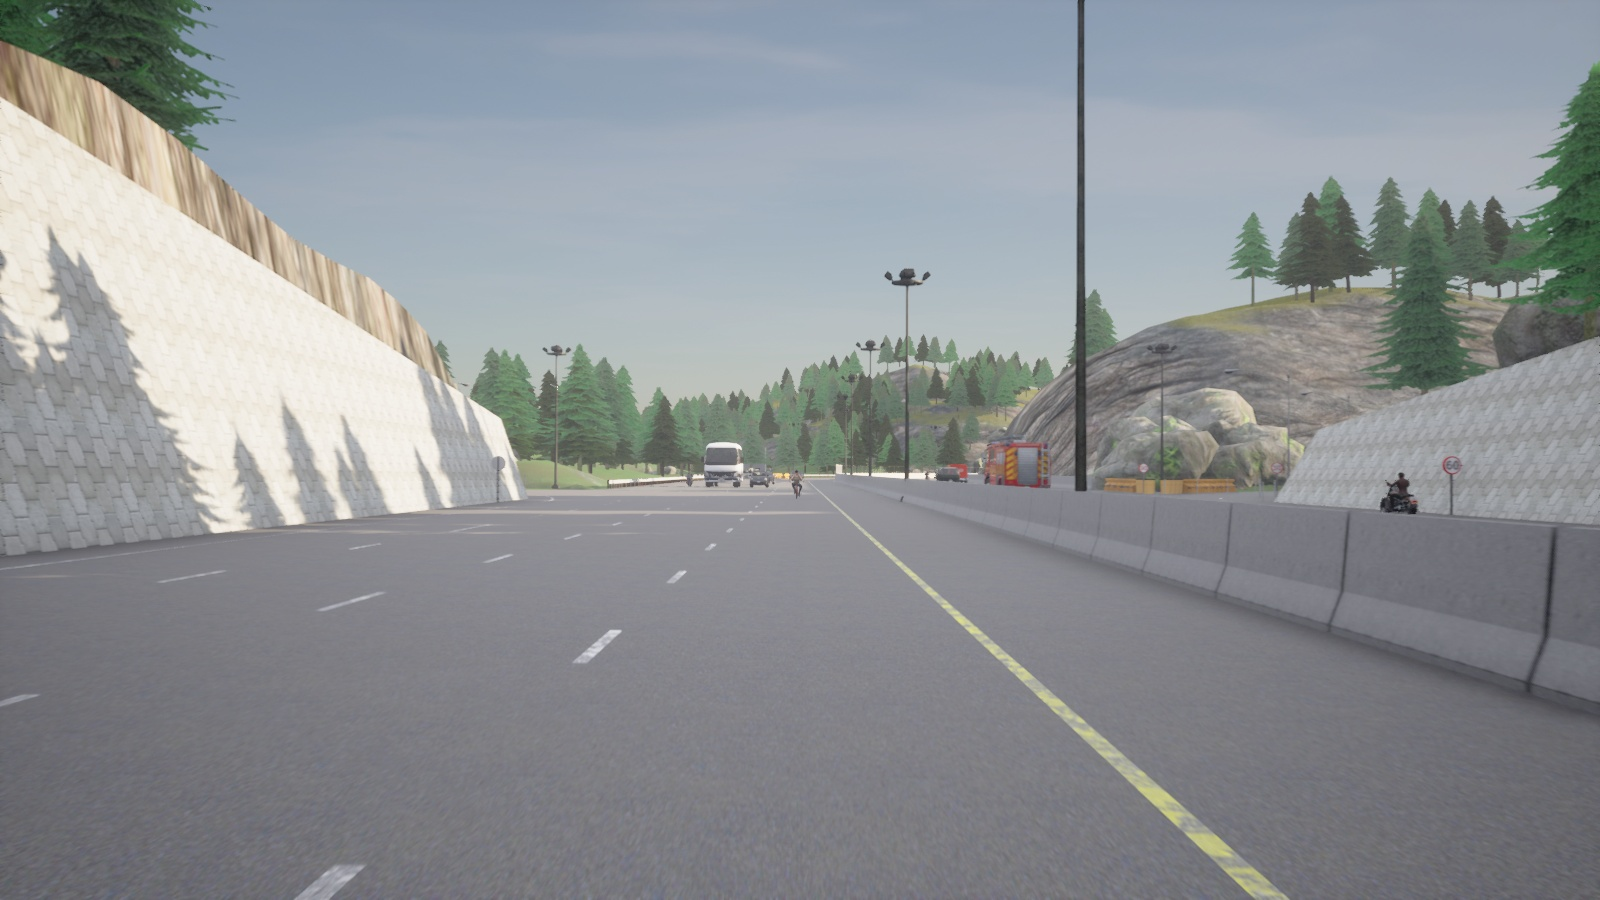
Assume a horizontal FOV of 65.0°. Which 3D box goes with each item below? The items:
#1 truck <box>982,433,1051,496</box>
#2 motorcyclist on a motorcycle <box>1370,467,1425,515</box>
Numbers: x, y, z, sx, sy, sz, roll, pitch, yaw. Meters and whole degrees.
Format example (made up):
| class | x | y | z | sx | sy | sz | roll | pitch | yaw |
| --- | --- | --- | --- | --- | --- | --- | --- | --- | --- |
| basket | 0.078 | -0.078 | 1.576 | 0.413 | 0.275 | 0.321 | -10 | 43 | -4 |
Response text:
| class | x | y | z | sx | sy | sz | roll | pitch | yaw |
| --- | --- | --- | --- | --- | --- | --- | --- | --- | --- |
| truck | 13.800 | 0.946 | 80.703 | 2.891 | 3.827 | 8.468 | 0 | -1 | 0 |
| motorcyclist on a motorcycle | 20.893 | 1.418 | 43.975 | 0.766 | 1.649 | 2.350 | 0 | -1 | 0 |
